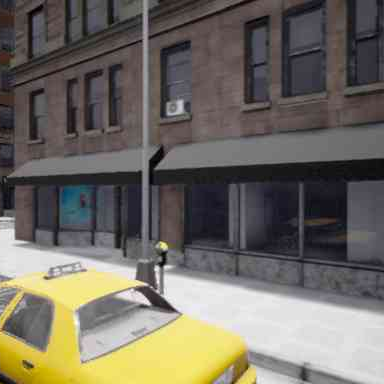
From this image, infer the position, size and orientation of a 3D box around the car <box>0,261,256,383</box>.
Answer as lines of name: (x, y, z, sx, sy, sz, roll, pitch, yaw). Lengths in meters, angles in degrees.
car: (-1.677, 1.522, 4.004, 4.829, 1.417, 1.752, 0, 0, 35)
